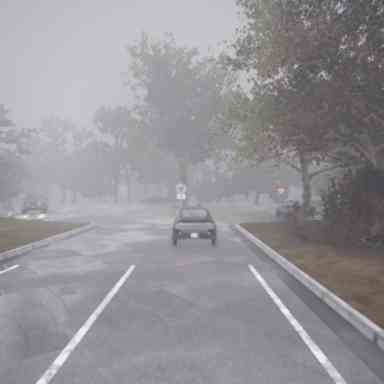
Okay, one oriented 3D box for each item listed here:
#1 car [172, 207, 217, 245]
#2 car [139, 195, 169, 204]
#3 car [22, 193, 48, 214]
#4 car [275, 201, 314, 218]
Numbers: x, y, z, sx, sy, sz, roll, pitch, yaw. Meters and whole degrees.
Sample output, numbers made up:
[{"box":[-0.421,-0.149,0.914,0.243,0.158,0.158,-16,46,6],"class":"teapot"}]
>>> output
[{"box":[0.093,1.450,15.236,2.128,1.511,4.902,0,0,0],"class":"car"},{"box":[-6.412,1.322,56.420,5.008,1.535,1.882,0,0,-15],"class":"car"},{"box":[-16.429,1.123,35.052,2.150,2.045,5.566,-1,1,-20],"class":"car"},{"box":[9.268,1.483,29.407,4.181,1.385,1.994,0,0,-39],"class":"car"}]
